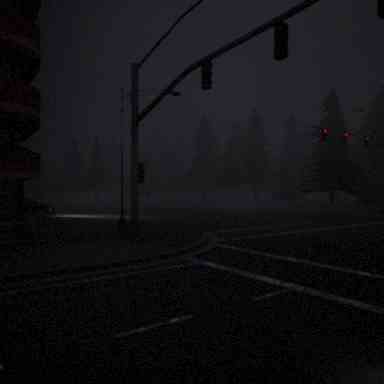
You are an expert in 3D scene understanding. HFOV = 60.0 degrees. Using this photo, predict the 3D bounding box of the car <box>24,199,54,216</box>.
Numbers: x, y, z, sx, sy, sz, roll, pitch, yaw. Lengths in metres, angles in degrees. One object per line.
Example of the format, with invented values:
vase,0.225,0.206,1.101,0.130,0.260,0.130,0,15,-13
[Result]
car,-15.428,1.417,31.354,4.902,1.511,2.128,0,0,16
